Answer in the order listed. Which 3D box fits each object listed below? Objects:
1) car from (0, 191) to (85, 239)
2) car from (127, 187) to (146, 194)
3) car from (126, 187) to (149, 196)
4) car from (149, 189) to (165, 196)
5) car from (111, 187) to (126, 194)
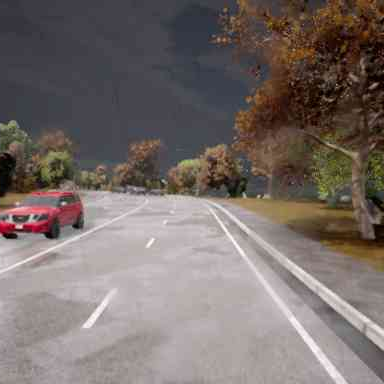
[{"bbox_3d":[-7.059,1.016,16.376,2.150,2.045,5.566,0,1,0],"label":"car"},{"bbox_3d":[-12.646,-0.338,76.010,2.128,1.511,4.902,1,1,-40],"label":"car"},{"bbox_3d":[-10.921,-0.206,66.619,2.097,1.767,4.553,1,1,-30],"label":"car"},{"bbox_3d":[-7.241,0.059,67.125,2.033,1.411,5.357,1,1,-30],"label":"car"},{"bbox_3d":[-16.438,-0.372,75.187,2.033,1.411,5.357,1,1,-40],"label":"car"}]
